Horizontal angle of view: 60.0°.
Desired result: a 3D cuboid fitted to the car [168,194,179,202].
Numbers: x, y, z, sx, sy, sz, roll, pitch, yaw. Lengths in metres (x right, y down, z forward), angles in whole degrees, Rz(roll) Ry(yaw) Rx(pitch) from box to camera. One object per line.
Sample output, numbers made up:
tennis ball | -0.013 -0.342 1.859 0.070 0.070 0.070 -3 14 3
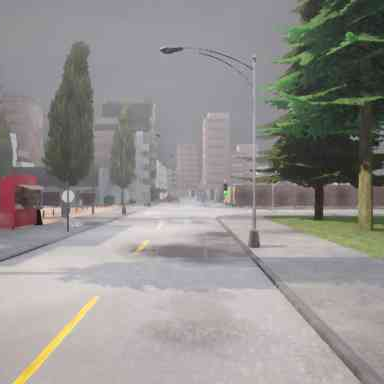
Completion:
car | -4.101 1.387 74.900 2.150 2.045 5.566 0 0 0
